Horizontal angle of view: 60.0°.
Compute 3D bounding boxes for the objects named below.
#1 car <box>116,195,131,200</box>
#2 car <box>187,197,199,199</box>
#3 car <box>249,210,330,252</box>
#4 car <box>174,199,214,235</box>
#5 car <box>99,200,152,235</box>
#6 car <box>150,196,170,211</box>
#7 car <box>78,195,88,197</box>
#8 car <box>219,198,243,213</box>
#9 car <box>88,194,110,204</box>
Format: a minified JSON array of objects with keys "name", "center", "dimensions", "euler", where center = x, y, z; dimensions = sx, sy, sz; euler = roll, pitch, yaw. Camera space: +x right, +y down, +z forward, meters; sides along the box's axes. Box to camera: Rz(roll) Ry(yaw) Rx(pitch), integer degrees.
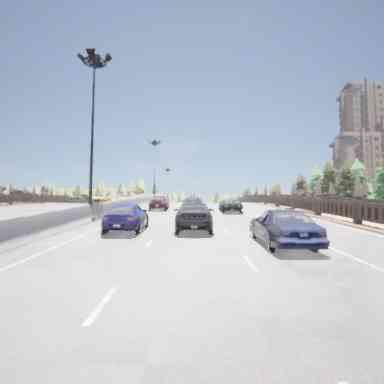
[{"name":"car","center":[-10.498,1.153,51.843],"dimensions":[1.812,1.442,4.674],"euler":[0,-1,0]},{"name":"car","center":[0.101,1.186,34.219],"dimensions":[1.994,1.385,4.181],"euler":[0,1,0]},{"name":"car","center":[3.600,1.411,13.194],"dimensions":[2.033,1.411,5.357],"euler":[0,1,0]},{"name":"car","center":[0.101,1.317,17.603],"dimensions":[1.837,1.490,4.892],"euler":[0,0,0]},{"name":"car","center":[-3.399,1.341,17.320],"dimensions":[1.812,1.442,4.674],"euler":[0,1,0]},{"name":"car","center":[-3.399,1.145,34.527],"dimensions":[1.812,1.442,4.674],"euler":[0,0,0]},{"name":"car","center":[-17.498,0.718,51.881],"dimensions":[2.128,1.511,4.902],"euler":[0,-1,0]},{"name":"car","center":[3.601,1.253,31.684],"dimensions":[1.895,1.301,4.718],"euler":[0,1,0]},{"name":"car","center":[-14.002,1.049,51.322],"dimensions":[1.882,1.535,5.008],"euler":[0,-1,0]}]
